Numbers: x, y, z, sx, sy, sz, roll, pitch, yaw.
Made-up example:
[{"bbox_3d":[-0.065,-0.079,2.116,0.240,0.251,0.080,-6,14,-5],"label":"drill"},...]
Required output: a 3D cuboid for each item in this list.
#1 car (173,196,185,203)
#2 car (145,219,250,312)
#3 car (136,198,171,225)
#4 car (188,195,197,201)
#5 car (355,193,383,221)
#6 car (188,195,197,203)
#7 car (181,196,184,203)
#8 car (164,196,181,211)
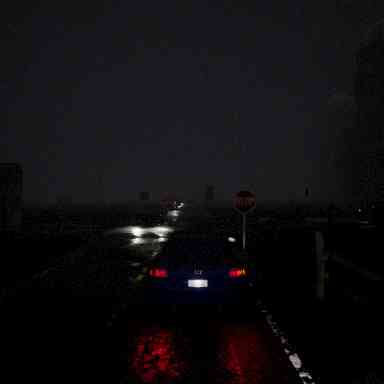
[{"bbox_3d":[-2.678,1.545,69.586,2.128,1.511,4.902,0,0,0],"label":"car"},{"bbox_3d":[0.106,1.562,7.807,1.994,1.385,4.181,0,0,0],"label":"car"},{"bbox_3d":[-2.825,1.477,24.102,1.882,1.535,5.008,0,0,0],"label":"car"},{"bbox_3d":[0.082,1.489,79.386,1.994,1.385,4.181,0,0,0],"label":"car"},{"bbox_3d":[15.154,0.960,24.579,5.566,2.045,2.150,-1,1,0],"label":"car"},{"bbox_3d":[0.071,1.585,68.961,2.033,1.411,5.357,0,0,0],"label":"car"},{"bbox_3d":[-2.769,1.570,56.435,2.033,1.411,5.357,0,0,0],"label":"car"},{"bbox_3d":[-2.803,1.360,41.287,2.097,1.767,4.553,0,0,0],"label":"car"}]
